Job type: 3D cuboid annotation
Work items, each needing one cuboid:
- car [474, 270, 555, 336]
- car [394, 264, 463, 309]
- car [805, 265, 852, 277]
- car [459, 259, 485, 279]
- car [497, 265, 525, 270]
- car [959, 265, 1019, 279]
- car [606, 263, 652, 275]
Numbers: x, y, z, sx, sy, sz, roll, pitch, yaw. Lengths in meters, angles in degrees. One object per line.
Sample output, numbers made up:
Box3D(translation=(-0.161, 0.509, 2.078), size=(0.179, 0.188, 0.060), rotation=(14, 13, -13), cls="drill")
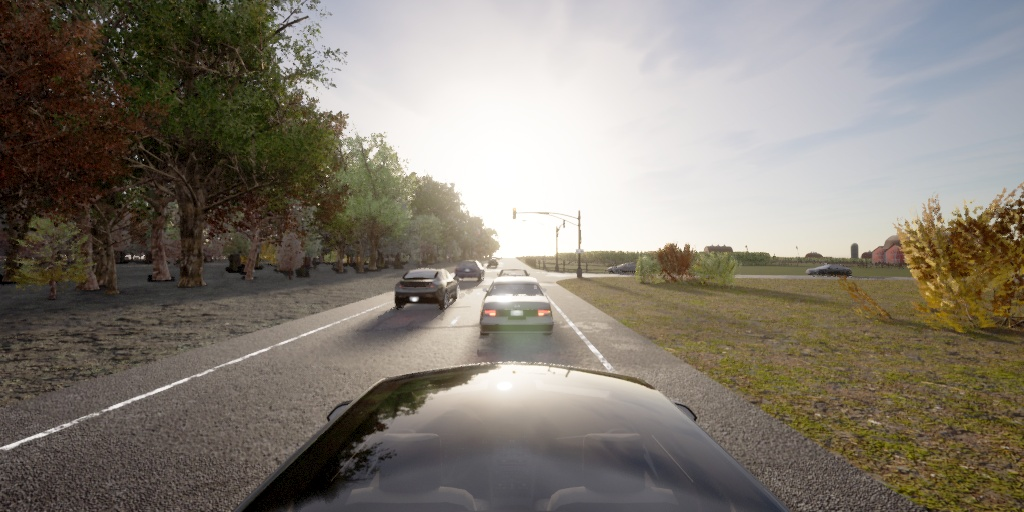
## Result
Box3D(translation=(0.087, 1.300, 10.384), size=(2.033, 1.411, 5.357), rotation=(0, 0, 0), cls="car")
Box3D(translation=(-3.414, 1.257, 14.953), size=(1.837, 1.490, 4.892), rotation=(0, 0, 0), cls="car")
Box3D(translation=(37.569, 1.744, 42.565), size=(4.674, 1.442, 1.812), rotation=(1, -1, 0), cls="car")
Box3D(translation=(-3.427, 1.107, 29.665), size=(2.097, 1.767, 4.553), rotation=(0, 0, 0), cls="car")
Box3D(translation=(0.081, 1.355, 20.034), size=(1.895, 1.301, 4.718), rotation=(0, 0, 0), cls="car")
Box3D(translation=(51.384, 1.910, 38.888), size=(4.718, 1.301, 1.895), rotation=(1, -1, 1), cls="car")
Box3D(translation=(14.065, 1.511, 42.816), size=(5.357, 1.411, 2.033), rotation=(1, -1, 3), cls="car")
